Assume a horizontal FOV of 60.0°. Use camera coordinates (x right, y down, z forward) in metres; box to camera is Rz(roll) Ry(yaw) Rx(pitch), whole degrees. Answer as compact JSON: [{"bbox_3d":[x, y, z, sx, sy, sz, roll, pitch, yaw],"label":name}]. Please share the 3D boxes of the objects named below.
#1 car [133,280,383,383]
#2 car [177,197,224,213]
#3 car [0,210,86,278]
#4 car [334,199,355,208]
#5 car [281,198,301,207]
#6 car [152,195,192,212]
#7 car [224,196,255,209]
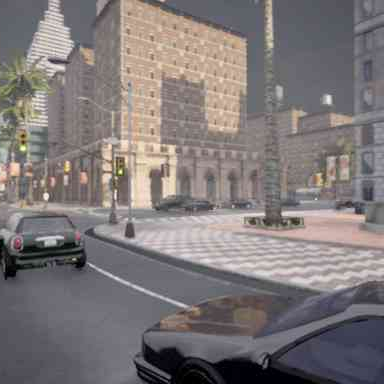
[{"bbox_3d":[1.934,1.550,2.738,5.357,1.411,2.033,0,0,38],"label":"car"},{"bbox_3d":[1.041,1.627,39.445,4.892,1.490,1.837,0,0,-34],"label":"car"},{"bbox_3d":[-5.056,1.400,10.673,2.097,1.767,4.553,0,0,-36],"label":"car"},{"bbox_3d":[23.827,1.690,50.591,4.718,1.301,1.895,0,0,-34],"label":"car"},{"bbox_3d":[15.045,1.672,53.301,5.357,1.411,2.033,0,0,-33],"label":"car"},{"bbox_3d":[-2.269,1.361,41.649,5.566,2.045,2.150,0,0,-34],"label":"car"},{"bbox_3d":[6.360,1.637,47.457,4.892,1.490,1.837,0,0,-34],"label":"car"}]
